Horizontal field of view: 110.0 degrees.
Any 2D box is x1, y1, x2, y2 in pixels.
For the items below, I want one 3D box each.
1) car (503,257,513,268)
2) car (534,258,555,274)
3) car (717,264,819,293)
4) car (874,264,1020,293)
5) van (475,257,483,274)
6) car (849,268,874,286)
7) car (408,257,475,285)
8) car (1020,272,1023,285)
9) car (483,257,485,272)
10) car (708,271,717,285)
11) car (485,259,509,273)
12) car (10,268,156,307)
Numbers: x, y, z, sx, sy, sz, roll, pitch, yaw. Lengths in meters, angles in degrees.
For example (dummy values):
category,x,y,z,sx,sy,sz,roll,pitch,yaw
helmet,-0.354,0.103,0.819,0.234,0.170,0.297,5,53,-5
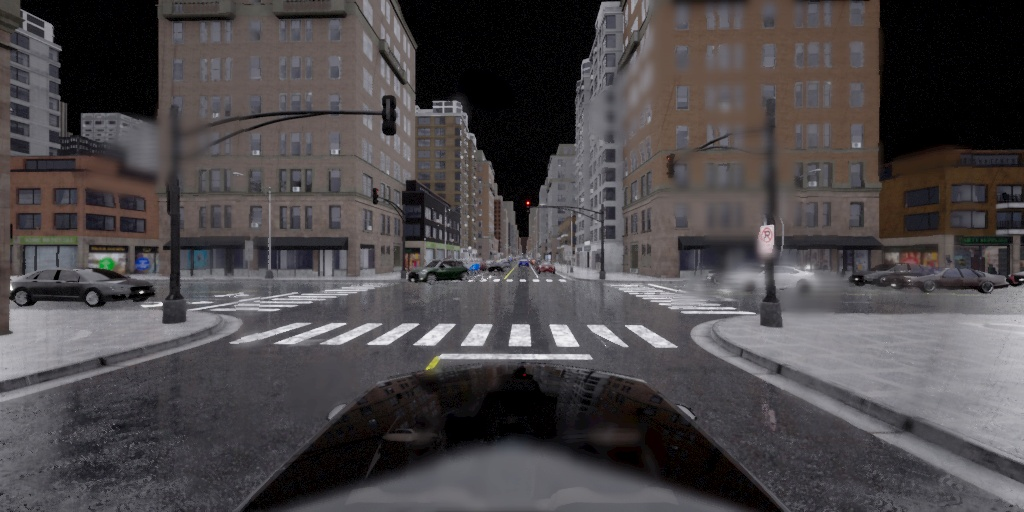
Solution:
category,x,y,z,sx,sy,sz,roll,pitch,yaw
car,-1.239,1.353,60.120,1.994,1.385,4.181,0,0,2
car,3.850,1.210,40.883,1.967,1.591,4.097,0,0,2
car,14.787,1.291,20.556,4.674,1.442,1.812,0,0,3
car,24.374,1.326,20.275,5.357,1.411,2.033,0,0,2
van,-4.671,1.111,41.175,1.690,1.789,3.998,0,0,2
car,25.083,1.284,23.506,4.892,1.490,1.837,0,0,2
car,-5.360,1.095,26.560,2.097,1.767,4.553,-1,0,42
car,35.065,1.360,23.204,4.181,1.385,1.994,0,0,2
car,-4.479,1.091,46.695,2.192,1.841,5.009,0,0,2
car,15.666,1.257,23.783,4.902,1.511,2.128,0,0,2
car,-1.811,1.374,43.980,1.895,1.301,4.718,0,0,2
car,-17.632,1.239,14.806,4.892,1.490,1.837,0,0,2
